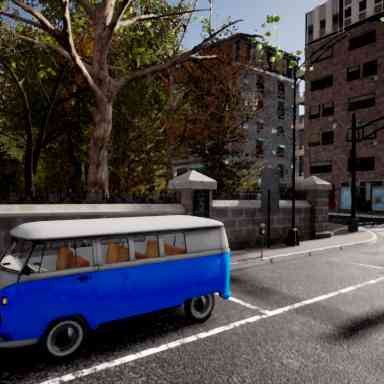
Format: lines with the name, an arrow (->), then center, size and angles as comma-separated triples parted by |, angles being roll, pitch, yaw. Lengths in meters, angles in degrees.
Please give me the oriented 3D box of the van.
van -> -1.186, 1.342, 5.655 | 3.998, 1.788, 1.690 | 0, 1, -36
